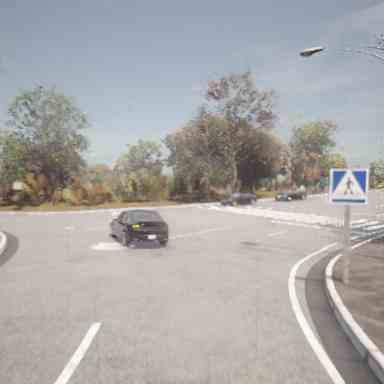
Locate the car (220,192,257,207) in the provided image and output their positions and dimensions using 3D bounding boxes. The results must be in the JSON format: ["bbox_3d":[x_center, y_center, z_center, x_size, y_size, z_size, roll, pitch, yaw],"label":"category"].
[{"bbox_3d":[5.210,0.747,36.641,4.674,1.442,1.812,-3,4,-37],"label":"car"}]

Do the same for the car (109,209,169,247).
[{"bbox_3d":[-2.564,1.545,15.552,1.837,1.490,4.892,3,-1,-24],"label":"car"}]

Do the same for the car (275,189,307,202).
[{"bbox_3d":[12.573,0.355,42.148,4.902,1.511,2.128,-3,4,-37],"label":"car"}]
